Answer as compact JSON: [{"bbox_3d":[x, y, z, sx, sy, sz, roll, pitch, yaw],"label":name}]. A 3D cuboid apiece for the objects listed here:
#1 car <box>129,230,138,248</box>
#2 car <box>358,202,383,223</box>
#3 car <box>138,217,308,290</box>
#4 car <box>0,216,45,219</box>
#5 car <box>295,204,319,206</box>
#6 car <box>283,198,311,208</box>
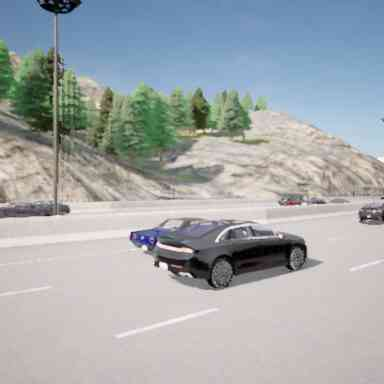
[{"bbox_3d":[0.126,1.619,12.743,4.718,1.301,1.895,0,0,-38],"label":"car"},{"bbox_3d":[14.122,1.505,24.803,4.902,1.511,2.128,0,0,-42],"label":"car"},{"bbox_3d":[1.259,1.503,9.219,4.902,1.511,2.128,0,0,-37],"label":"car"},{"bbox_3d":[-11.037,1.591,17.677,5.357,1.411,2.033,0,0,-36],"label":"car"},{"bbox_3d":[17.033,1.530,46.824,4.902,1.511,2.128,0,0,-43],"label":"car"},{"bbox_3d":[15.991,1.647,50.622,4.718,1.301,1.895,0,0,-43],"label":"car"}]
